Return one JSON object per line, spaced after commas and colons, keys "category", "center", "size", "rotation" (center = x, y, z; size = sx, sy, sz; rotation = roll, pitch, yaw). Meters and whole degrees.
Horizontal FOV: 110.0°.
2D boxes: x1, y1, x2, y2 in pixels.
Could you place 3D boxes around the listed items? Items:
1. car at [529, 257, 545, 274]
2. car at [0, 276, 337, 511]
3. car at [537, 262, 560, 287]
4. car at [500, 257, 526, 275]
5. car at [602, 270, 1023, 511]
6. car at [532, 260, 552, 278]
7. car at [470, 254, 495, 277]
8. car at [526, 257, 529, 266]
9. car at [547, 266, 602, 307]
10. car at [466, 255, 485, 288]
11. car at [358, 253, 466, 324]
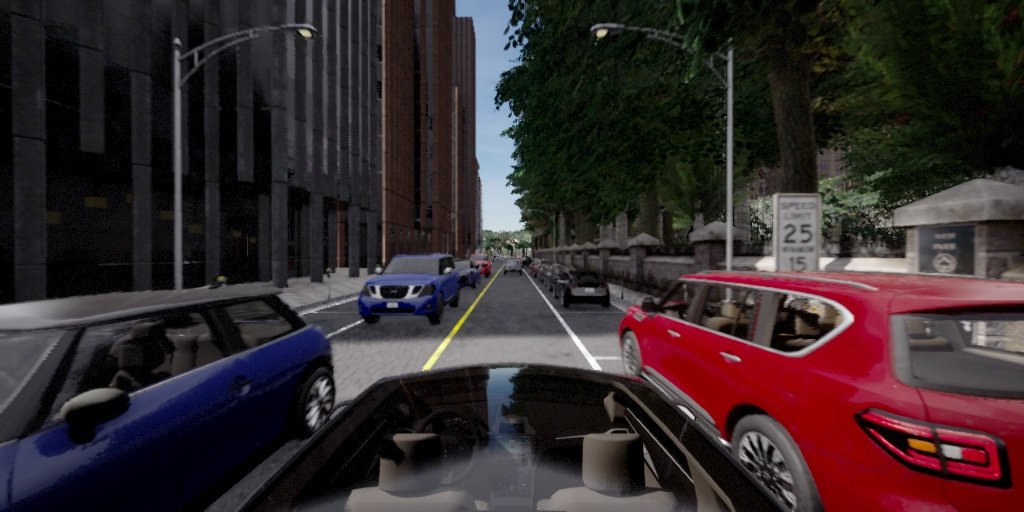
{"category": "car", "center": [2.756, 1.030, 31.222], "size": [1.967, 1.591, 4.097], "rotation": [0, 0, 0]}
{"category": "car", "center": [-3.164, 1.100, 2.351], "size": [2.097, 1.767, 4.553], "rotation": [0, 0, 1]}
{"category": "car", "center": [2.758, 1.200, 20.308], "size": [2.007, 1.370, 4.403], "rotation": [0, 0, 0]}
{"category": "car", "center": [0.087, 1.111, 36.194], "size": [2.033, 1.411, 5.357], "rotation": [0, 0, 0]}
{"category": "car", "center": [2.762, 1.055, 3.940], "size": [2.192, 1.841, 5.009], "rotation": [0, 0, 0]}
{"category": "car", "center": [2.757, 1.171, 25.765], "size": [2.007, 1.370, 4.403], "rotation": [0, 0, 0]}
{"category": "car", "center": [-3.061, 0.802, 32.798], "size": [2.150, 2.045, 5.566], "rotation": [0, 0, 0]}
{"category": "car", "center": [2.755, 1.001, 36.678], "size": [1.967, 1.591, 4.097], "rotation": [0, 0, 0]}
{"category": "car", "center": [2.760, 1.245, 14.852], "size": [1.948, 1.339, 4.313], "rotation": [0, 0, 0]}
{"category": "car", "center": [-3.095, 0.990, 22.293], "size": [2.097, 1.767, 4.553], "rotation": [0, 0, 0]}
{"category": "car", "center": [-3.099, 0.915, 12.110], "size": [2.150, 2.045, 5.566], "rotation": [0, 0, 0]}
